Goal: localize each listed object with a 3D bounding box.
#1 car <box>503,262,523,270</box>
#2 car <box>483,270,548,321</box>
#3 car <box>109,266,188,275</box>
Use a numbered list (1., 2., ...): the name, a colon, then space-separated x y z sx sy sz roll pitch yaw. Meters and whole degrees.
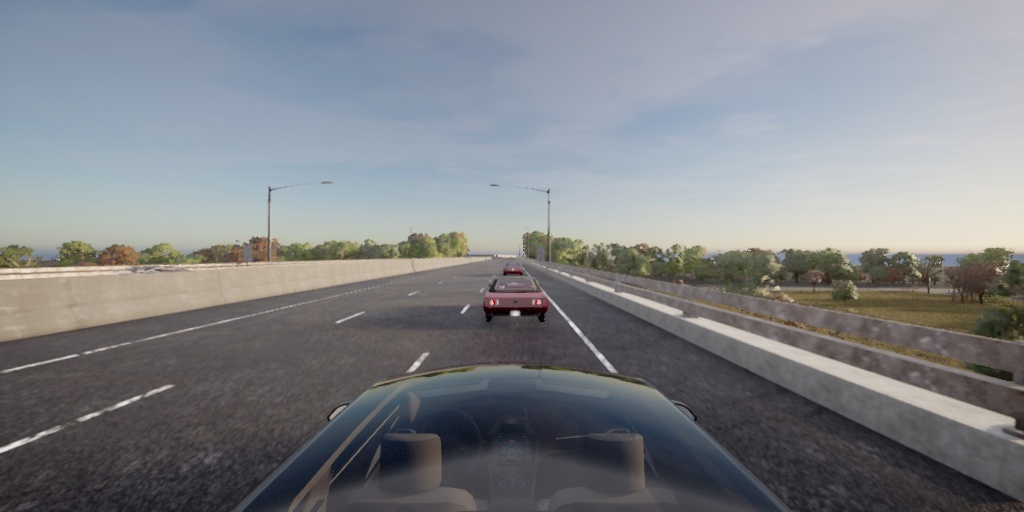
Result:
1. car: 0.101 1.289 37.904 1.994 1.385 4.181 0 0 0
2. car: 0.101 1.344 12.381 1.895 1.301 4.718 0 0 0
3. car: -17.580 1.231 17.126 2.128 1.511 4.902 0 0 0
